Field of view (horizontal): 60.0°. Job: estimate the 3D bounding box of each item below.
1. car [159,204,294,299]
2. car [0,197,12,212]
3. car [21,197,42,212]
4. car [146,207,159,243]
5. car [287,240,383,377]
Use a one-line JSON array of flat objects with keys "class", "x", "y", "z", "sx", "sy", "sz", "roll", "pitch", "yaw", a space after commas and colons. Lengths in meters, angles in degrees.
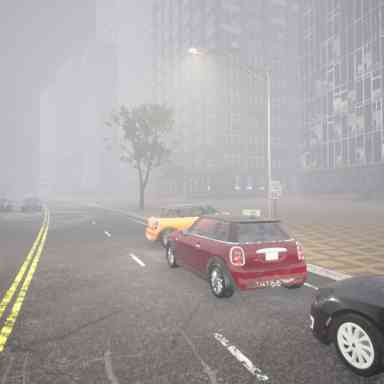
[{"class": "car", "x": 0.856, "y": 1.355, "z": 8.879, "sx": 2.097, "sy": 1.767, "sz": 4.553, "roll": 0, "pitch": 0, "yaw": -22}, {"class": "car", "x": -21.900, "y": 1.390, "z": 38.041, "sx": 2.097, "sy": 1.767, "sz": 4.553, "roll": 0, "pitch": 0, "yaw": -24}, {"class": "car", "x": -18.934, "y": 1.393, "z": 39.370, "sx": 2.097, "sy": 1.767, "sz": 4.553, "roll": 0, "pitch": 0, "yaw": -24}, {"class": "car", "x": 0.324, "y": 1.276, "z": 14.508, "sx": 4.553, "sy": 1.767, "sz": 2.097, "roll": -3, "pitch": 1, "yaw": -18}, {"class": "car", "x": 3.605, "y": 1.505, "z": 3.415, "sx": 1.837, "sy": 1.490, "sz": 4.892, "roll": 0, "pitch": 0, "yaw": -36}]
